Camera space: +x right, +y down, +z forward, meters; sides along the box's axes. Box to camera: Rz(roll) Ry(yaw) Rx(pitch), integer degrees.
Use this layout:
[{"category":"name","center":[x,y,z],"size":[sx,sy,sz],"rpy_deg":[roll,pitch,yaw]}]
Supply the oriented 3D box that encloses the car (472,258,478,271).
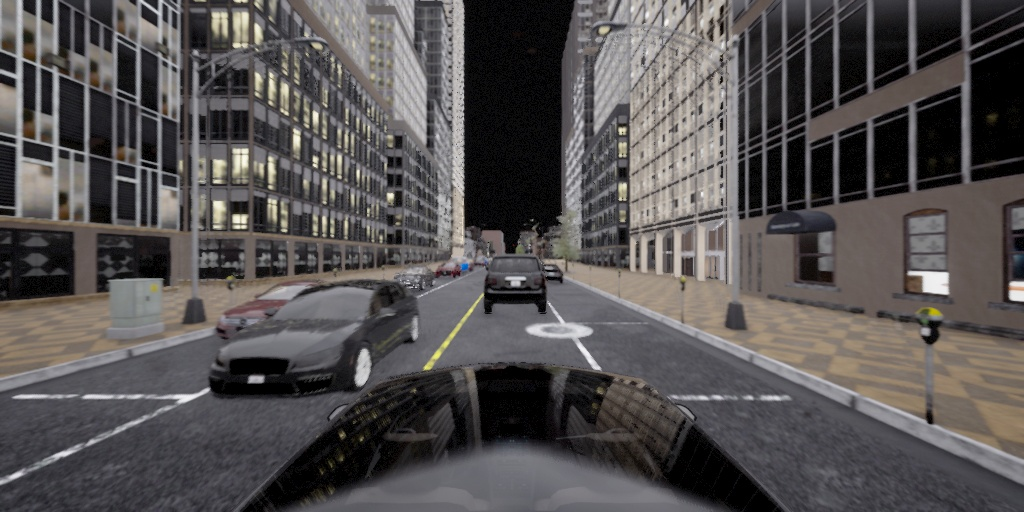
[{"category":"car","center":[-5.625,1.215,43.804],"size":[1.802,1.307,4.207],"rpy_deg":[0,0,0]}]

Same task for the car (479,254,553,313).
[{"category":"car","center":[0.117,0.942,13.943],"size":[2.150,2.045,5.566],"rpy_deg":[0,0,0]}]

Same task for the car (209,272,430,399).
[{"category":"car","center":[-3.095,1.239,6.773],"size":[1.837,1.490,4.892],"rpy_deg":[0,0,0]}]

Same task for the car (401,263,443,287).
[{"category":"car","center":[-5.663,1.246,21.035],"size":[2.007,1.370,4.403],"rpy_deg":[0,0,0]}]

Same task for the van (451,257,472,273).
[{"category":"van","center":[-5.634,0.990,38.112],"size":[1.690,1.789,3.998],"rpy_deg":[0,0,0]}]

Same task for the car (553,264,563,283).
[{"category":"car","center":[2.727,1.255,26.700],"size":[1.948,1.339,4.313],"rpy_deg":[0,0,0]}]

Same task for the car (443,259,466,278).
[{"category":"car","center":[-5.644,1.210,32.419],"size":[1.888,1.381,4.507],"rpy_deg":[0,0,0]}]
